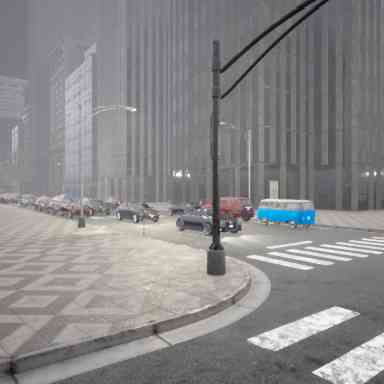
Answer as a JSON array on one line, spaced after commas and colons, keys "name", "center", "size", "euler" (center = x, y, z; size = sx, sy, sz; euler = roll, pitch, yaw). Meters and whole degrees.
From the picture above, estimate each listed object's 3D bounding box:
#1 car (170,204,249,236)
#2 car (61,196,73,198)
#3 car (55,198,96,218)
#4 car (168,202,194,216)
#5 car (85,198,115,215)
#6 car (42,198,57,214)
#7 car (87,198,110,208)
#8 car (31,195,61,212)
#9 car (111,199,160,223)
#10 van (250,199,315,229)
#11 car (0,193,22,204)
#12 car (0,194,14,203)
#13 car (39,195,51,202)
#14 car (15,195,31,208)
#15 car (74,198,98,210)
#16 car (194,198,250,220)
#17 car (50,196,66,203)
[{"name": "car", "center": [0.872, 1.600, 18.924], "size": [1.994, 1.385, 4.181], "euler": [0, 0, -36]}, {"name": "car", "center": [-15.613, 1.547, 41.570], "size": [1.812, 1.442, 4.674], "euler": [0, 0, -36]}, {"name": "car", "center": [-10.809, 1.572, 30.561], "size": [1.887, 1.381, 4.507], "euler": [0, 0, -36]}, {"name": "car", "center": [-0.583, 1.599, 31.016], "size": [1.947, 1.339, 4.313], "euler": [0, 0, -36]}, {"name": "car", "center": [-9.831, 1.532, 33.587], "size": [1.837, 1.490, 4.892], "euler": [0, 0, -36]}, {"name": "car", "center": [-14.136, 1.606, 35.115], "size": [1.802, 1.307, 4.206], "euler": [0, 0, -36]}, {"name": "car", "center": [-13.891, 1.602, 49.233], "size": [1.802, 1.307, 4.206], "euler": [0, 0, -36]}, {"name": "car", "center": [-17.462, 1.461, 39.669], "size": [1.967, 1.590, 4.097], "euler": [0, 0, -36]}, {"name": "car", "center": [-4.312, 1.537, 26.021], "size": [1.837, 1.490, 4.892], "euler": [0, 0, -36]}, {"name": "van", "center": [6.072, 1.379, 21.906], "size": [1.690, 1.788, 3.998], "euler": [0, 0, -36]}, {"name": "car", "center": [-34.095, 1.298, 62.438], "size": [2.192, 1.841, 5.009], "euler": [0, 0, -36]}, {"name": "car", "center": [-37.422, 1.285, 66.992], "size": [2.192, 1.841, 5.009], "euler": [0, 0, -36]}, {"name": "car", "center": [-33.967, 1.482, 76.727], "size": [1.752, 1.417, 4.829], "euler": [0, 0, -35]}, {"name": "car", "center": [-24.115, 1.562, 48.776], "size": [2.008, 1.369, 4.403], "euler": [0, 0, -36]}, {"name": "car", "center": [-14.436, 1.547, 45.220], "size": [1.812, 1.442, 4.674], "euler": [0, 0, -36]}, {"name": "car", "center": [2.744, 1.352, 26.461], "size": [2.192, 1.841, 5.009], "euler": [0, 0, -36]}, {"name": "car", "center": [-27.298, 1.511, 67.589], "size": [1.752, 1.417, 4.829], "euler": [0, 0, -36]}]
